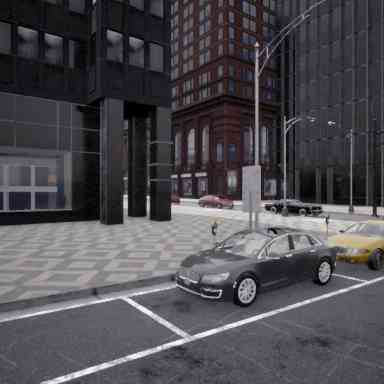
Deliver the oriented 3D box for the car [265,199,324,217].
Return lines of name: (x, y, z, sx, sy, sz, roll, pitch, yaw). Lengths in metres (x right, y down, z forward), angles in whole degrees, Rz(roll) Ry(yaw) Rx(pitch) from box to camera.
car: (8.398, 1.293, 27.566, 1.895, 1.301, 4.718, 0, 1, -36)

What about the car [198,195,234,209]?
car: (2.505, 1.032, 35.685, 1.812, 1.442, 4.674, 0, 1, -36)

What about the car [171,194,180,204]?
car: (-3.457, 0.803, 43.918, 1.882, 1.535, 5.008, 0, 1, -36)

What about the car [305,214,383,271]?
car: (6.019, 1.526, 10.978, 4.829, 1.417, 1.752, 0, 0, -36)

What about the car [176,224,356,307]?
car: (1.678, 1.551, 7.863, 4.403, 1.369, 2.008, 0, 0, -36)
